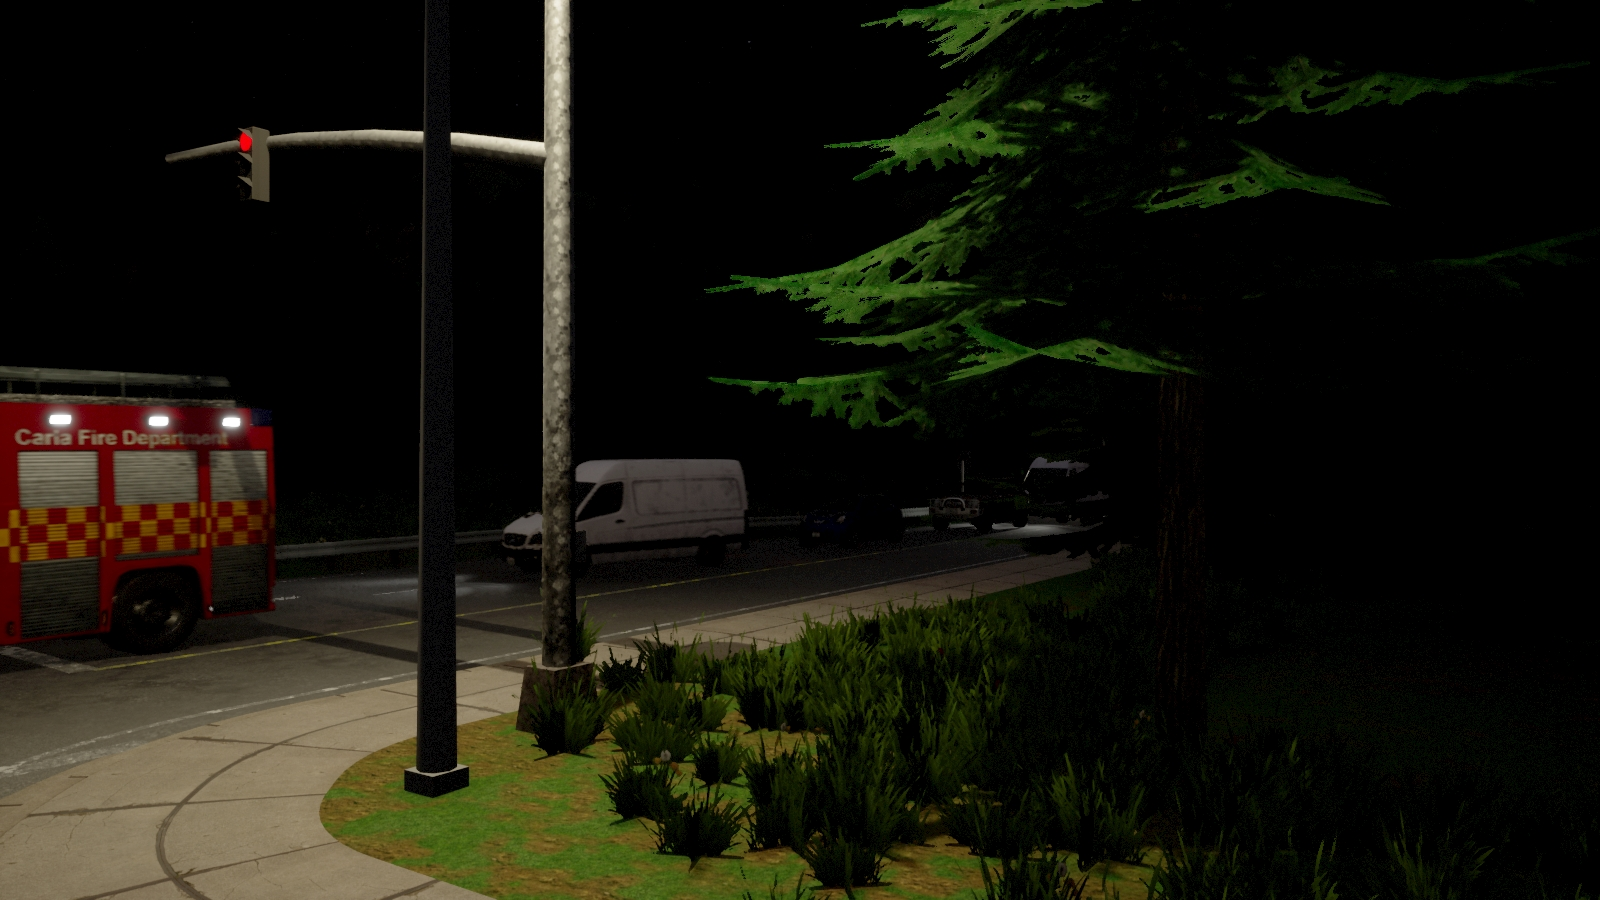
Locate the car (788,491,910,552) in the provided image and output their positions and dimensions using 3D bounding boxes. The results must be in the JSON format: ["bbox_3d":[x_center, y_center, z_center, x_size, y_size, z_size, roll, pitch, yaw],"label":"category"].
[{"bbox_3d":[1.463,2.000,32.803,1.845,1.501,3.633,0,0,34],"label":"car"}]

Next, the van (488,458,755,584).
[{"bbox_3d":[-3.985,1.496,26.389,5.915,2.561,1.988,0,0,-41],"label":"van"}]

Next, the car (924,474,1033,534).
[{"bbox_3d":[6.297,1.826,39.790,1.932,1.855,4.605,0,0,35],"label":"car"}]

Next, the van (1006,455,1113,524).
[{"bbox_3d":[10.451,1.497,45.657,1.988,2.561,5.915,0,0,36],"label":"van"}]

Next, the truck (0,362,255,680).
[{"bbox_3d":[-11.414,0.859,13.737,2.891,3.827,8.468,0,0,34],"label":"truck"}]
